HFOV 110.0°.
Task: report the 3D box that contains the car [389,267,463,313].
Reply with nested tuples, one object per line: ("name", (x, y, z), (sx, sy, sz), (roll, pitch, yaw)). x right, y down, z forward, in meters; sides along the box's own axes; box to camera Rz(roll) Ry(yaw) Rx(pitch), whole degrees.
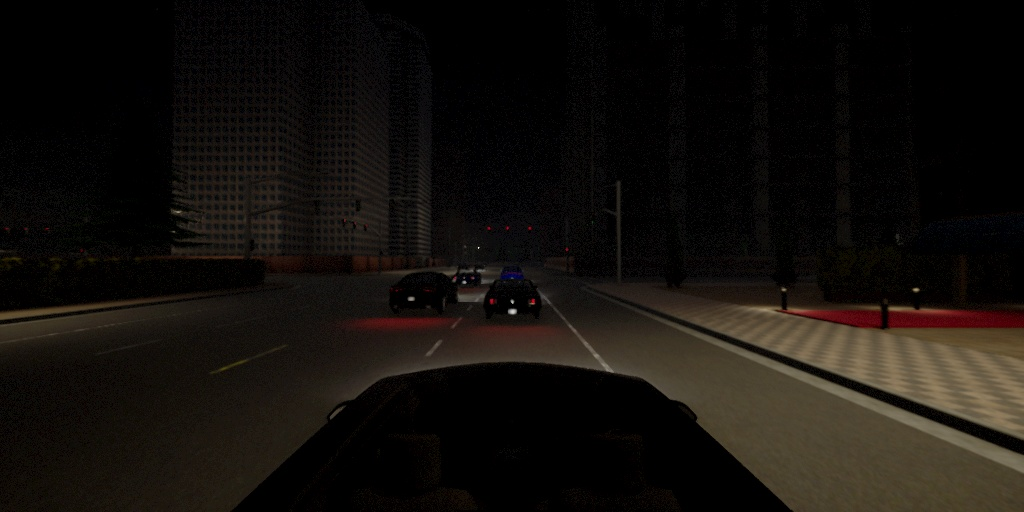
("car", (-3.448, 1.387, 14.831), (1.882, 1.535, 5.008), (0, -1, 1))

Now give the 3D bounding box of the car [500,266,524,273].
("car", (0.005, 1.573, 30.362), (1.882, 1.535, 5.008), (0, 0, 0))

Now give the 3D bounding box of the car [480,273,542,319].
("car", (0.038, 1.494, 13.529), (1.895, 1.301, 4.718), (0, -1, 1))

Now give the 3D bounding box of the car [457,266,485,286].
("car", (-3.493, 1.675, 28.539), (1.895, 1.301, 4.718), (0, -1, 0))

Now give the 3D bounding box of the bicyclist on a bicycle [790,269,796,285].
("bicyclist on a bicycle", (20.766, 1.355, 27.048), (0.582, 1.620, 1.656), (0, -1, 0))
